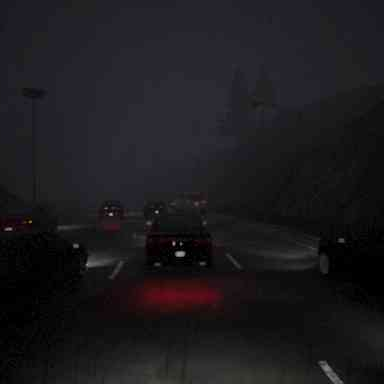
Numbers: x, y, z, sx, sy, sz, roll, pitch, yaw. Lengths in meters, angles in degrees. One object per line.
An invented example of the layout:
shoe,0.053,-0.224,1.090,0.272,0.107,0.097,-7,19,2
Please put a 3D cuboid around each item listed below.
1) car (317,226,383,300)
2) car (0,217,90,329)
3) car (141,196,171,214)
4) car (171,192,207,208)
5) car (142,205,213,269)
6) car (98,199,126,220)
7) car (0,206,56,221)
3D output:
car,4.368,1.424,6.940,1.882,1.535,5.008,0,0,-3
car,-3.648,1.509,6.874,2.033,1.411,5.357,0,0,-3
car,-3.306,1.324,28.868,1.837,1.490,4.892,0,0,-13
car,-0.228,1.021,31.208,2.150,2.045,5.566,0,1,-13
car,-0.491,1.407,10.930,1.882,1.535,5.008,0,0,-4
car,-6.303,1.346,26.289,1.837,1.490,4.892,0,0,-12
car,-8.164,1.433,16.636,1.812,1.442,4.674,0,0,-8
